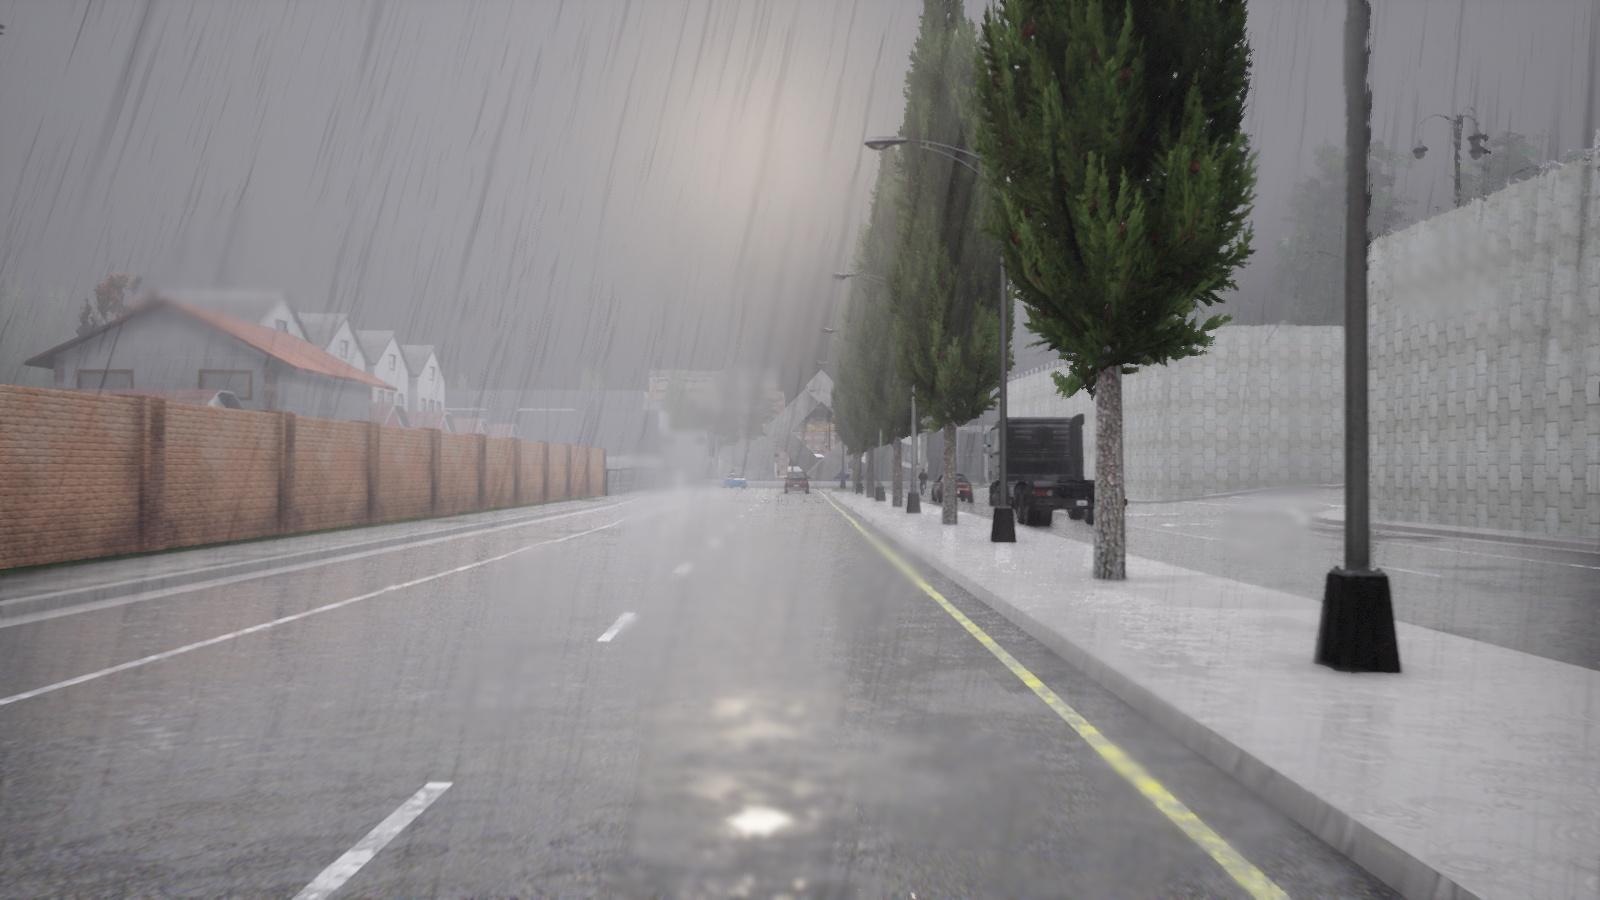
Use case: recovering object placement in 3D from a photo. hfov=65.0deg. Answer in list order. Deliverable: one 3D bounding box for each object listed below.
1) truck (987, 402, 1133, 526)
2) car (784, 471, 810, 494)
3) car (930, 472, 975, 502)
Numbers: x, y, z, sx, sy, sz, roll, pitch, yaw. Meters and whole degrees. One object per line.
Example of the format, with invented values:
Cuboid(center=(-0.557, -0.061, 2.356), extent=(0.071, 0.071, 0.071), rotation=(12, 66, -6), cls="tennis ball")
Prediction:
Cuboid(center=(7.901, 0.459, 39.310), extent=(2.891, 3.462, 7.936), rotation=(0, -1, 0), cls="truck")
Cuboid(center=(-0.212, 2.245, 86.672), extent=(1.789, 1.549, 3.705), rotation=(0, -1, 0), cls="car")
Cuboid(center=(7.842, 1.884, 64.943), extent=(1.816, 1.474, 4.193), rotation=(0, -1, 0), cls="car")
